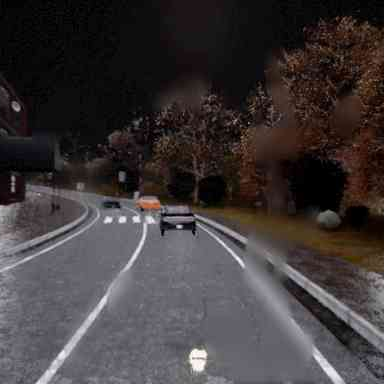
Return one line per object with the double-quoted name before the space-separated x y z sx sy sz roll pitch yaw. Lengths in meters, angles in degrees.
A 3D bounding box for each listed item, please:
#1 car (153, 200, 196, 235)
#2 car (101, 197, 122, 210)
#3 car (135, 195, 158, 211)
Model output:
"car" -0.902 1.450 18.542 2.128 1.511 4.902 0 0 -7
"car" -9.118 1.267 37.574 1.895 1.301 4.718 1 1 -20
"car" -4.866 1.119 36.320 2.097 1.767 4.553 1 1 -18
